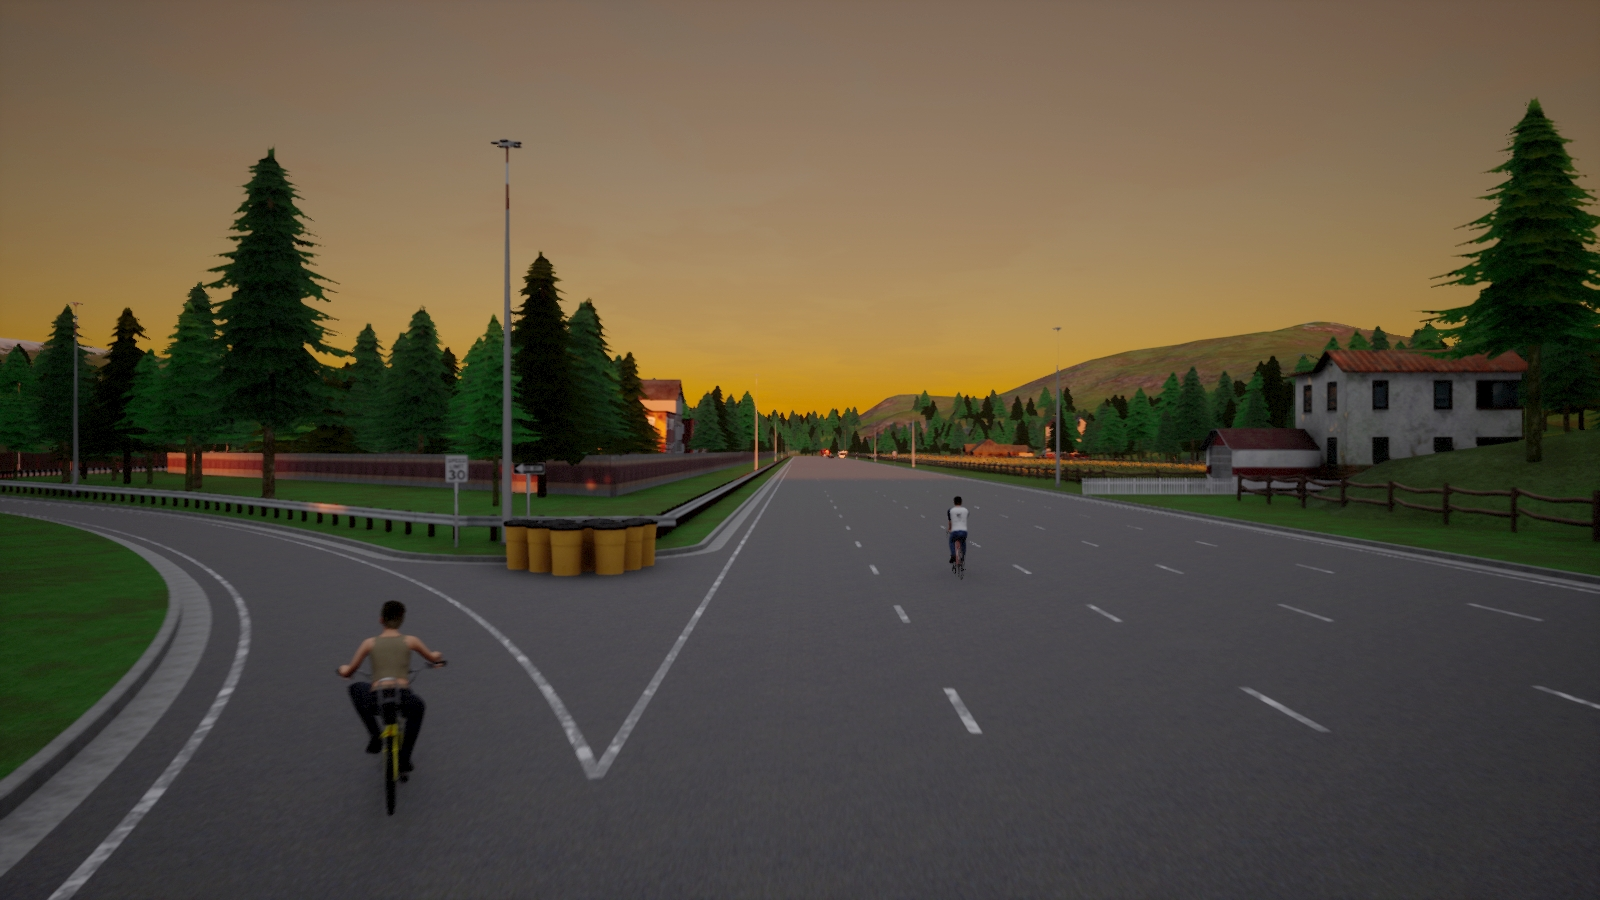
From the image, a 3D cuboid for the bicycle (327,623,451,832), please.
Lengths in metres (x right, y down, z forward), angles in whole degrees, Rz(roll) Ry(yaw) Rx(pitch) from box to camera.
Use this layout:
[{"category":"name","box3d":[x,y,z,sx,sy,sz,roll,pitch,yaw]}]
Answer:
[{"category":"bicycle","box3d":[-3.285,2.165,9.239,0.859,1.276,1.487,-1,0,-17]}]

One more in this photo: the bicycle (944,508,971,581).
[{"category":"bicycle","box3d":[3.498,2.075,25.405,0.373,1.496,1.643,0,0,0]}]
